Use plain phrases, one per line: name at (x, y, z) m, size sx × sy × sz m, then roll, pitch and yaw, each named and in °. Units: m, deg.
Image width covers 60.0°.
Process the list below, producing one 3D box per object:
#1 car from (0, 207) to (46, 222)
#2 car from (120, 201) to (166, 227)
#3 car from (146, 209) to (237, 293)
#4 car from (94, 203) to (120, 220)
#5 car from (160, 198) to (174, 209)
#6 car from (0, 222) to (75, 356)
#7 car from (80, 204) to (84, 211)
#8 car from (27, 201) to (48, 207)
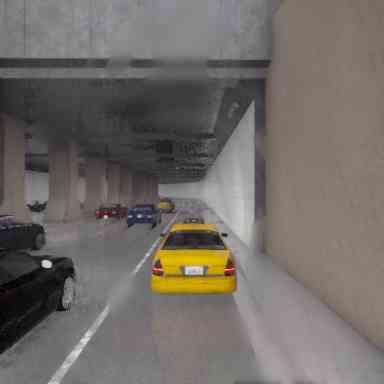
car at (-6.740, 1.498, 11.282) m, size 2.128 × 1.511 × 4.902 m, roll 0°, pitch 0°, yaw 0°
car at (-3.191, 1.555, 22.857) m, size 2.033 × 1.411 × 5.357 m, roll 0°, pitch 0°, yaw 0°
car at (0.049, 1.459, 8.831) m, size 1.801 × 1.575 × 5.366 m, roll 0°, pitch 0°, yaw 0°
car at (-6.668, 1.612, 28.042) m, size 1.895 × 1.301 × 4.718 m, roll 0°, pitch 0°, yaw 0°
car at (-3.210, 1.469, 41.490) m, size 1.801 × 1.575 × 5.366 m, roll 0°, pitch 0°, yaw 0°
car at (-3.267, 1.481, 4.684) m, size 1.882 × 1.535 × 5.008 m, roll 0°, pitch 0°, yaw 0°
car at (-13.729, 1.686, 37.299) m, size 1.895 × 1.301 × 4.718 m, roll 0°, pitch 0°, yaw 0°
car at (-17.229, 1.628, 37.314) m, size 1.895 × 1.301 × 4.718 m, roll 0°, pitch 0°, yaw 0°
